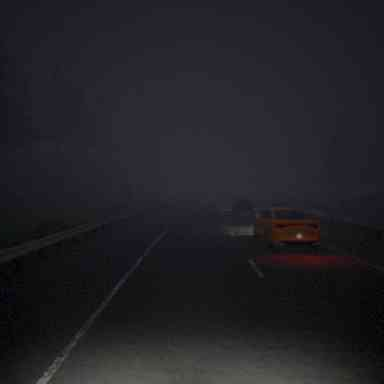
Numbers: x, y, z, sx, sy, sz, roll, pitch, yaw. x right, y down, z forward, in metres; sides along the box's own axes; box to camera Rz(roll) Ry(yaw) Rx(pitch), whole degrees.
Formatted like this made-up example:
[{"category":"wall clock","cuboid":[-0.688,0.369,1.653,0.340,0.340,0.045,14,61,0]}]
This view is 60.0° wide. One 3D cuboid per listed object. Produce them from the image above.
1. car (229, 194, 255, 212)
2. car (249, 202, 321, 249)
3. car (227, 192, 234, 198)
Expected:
[{"category":"car","cuboid":[5.077,1.230,33.956,1.882,1.535,5.008,0,0,5]},{"category":"car","cuboid":[3.834,1.375,14.112,1.882,1.535,5.008,0,0,2]},{"category":"car","cuboid":[11.054,0.795,93.771,1.882,1.535,5.008,0,0,15]}]
